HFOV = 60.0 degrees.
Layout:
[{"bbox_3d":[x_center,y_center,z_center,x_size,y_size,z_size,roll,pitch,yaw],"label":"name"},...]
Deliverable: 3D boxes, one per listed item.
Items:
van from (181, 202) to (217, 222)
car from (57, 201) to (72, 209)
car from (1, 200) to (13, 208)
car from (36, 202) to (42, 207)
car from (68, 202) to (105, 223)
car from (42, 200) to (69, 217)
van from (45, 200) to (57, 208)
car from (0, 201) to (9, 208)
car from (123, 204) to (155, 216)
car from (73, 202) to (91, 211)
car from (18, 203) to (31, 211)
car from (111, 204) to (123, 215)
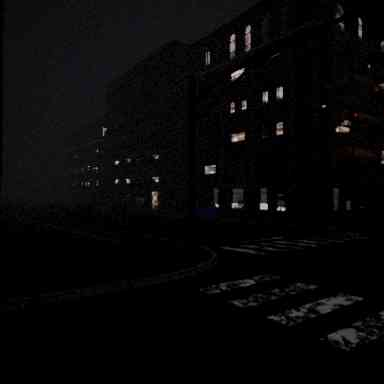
[{"bbox_3d":[0.588,1.783,31.184,1.690,1.788,3.998,-1,0,-36],"label":"van"},{"bbox_3d":[-25.965,2.626,67.682,1.967,1.590,4.097,-1,0,-36],"label":"car"},{"bbox_3d":[-42.616,2.733,76.542,2.192,1.841,5.009,-1,-1,-36],"label":"car"},{"bbox_3d":[-39.171,3.127,85.979,1.947,1.339,4.313,-1,0,-36],"label":"car"},{"bbox_3d":[-9.592,1.925,30.793,1.967,1.590,4.097,-1,-1,-36],"label":"car"},{"bbox_3d":[-16.196,2.111,39.943,1.967,1.590,4.097,-1,-1,-36],"label":"car"},{"bbox_3d":[-32.572,2.714,76.833,1.690,1.788,3.998,-1,0,-36],"label":"van"},{"bbox_3d":[-45.814,3.035,80.977,1.752,1.417,4.829,-1,-1,-36],"label":"car"},{"bbox_3d":[-6.250,2.154,40.371,1.752,1.417,4.829,-1,0,-36],"label":"car"},{"bbox_3d":[-19.459,2.527,58.670,1.752,1.417,4.829,-1,0,-36],"label":"car"},{"bbox_3d":[-29.303,2.566,58.103,1.752,1.417,4.829,-1,-1,-36],"label":"car"},{"bbox_3d":[-9.452,2.285,44.807,1.947,1.339,4.313,-1,0,-36],"label":"car"}]
